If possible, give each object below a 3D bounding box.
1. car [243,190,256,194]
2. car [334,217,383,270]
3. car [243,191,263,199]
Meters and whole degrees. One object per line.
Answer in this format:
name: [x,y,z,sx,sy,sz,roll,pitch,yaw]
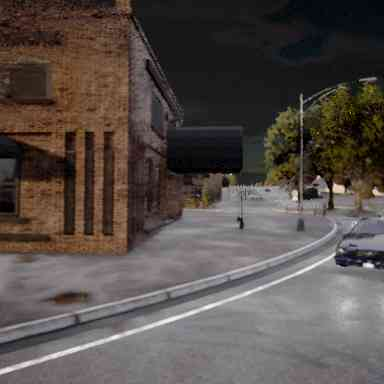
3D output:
car: [17.403,1.046,93.551,4.792,1.488,2.163,-2,4,-16]
car: [6.227,1.535,10.843,2.033,1.411,5.357,0,0,37]
car: [17.172,1.249,90.605,4.674,1.452,2.002,-2,4,-16]
